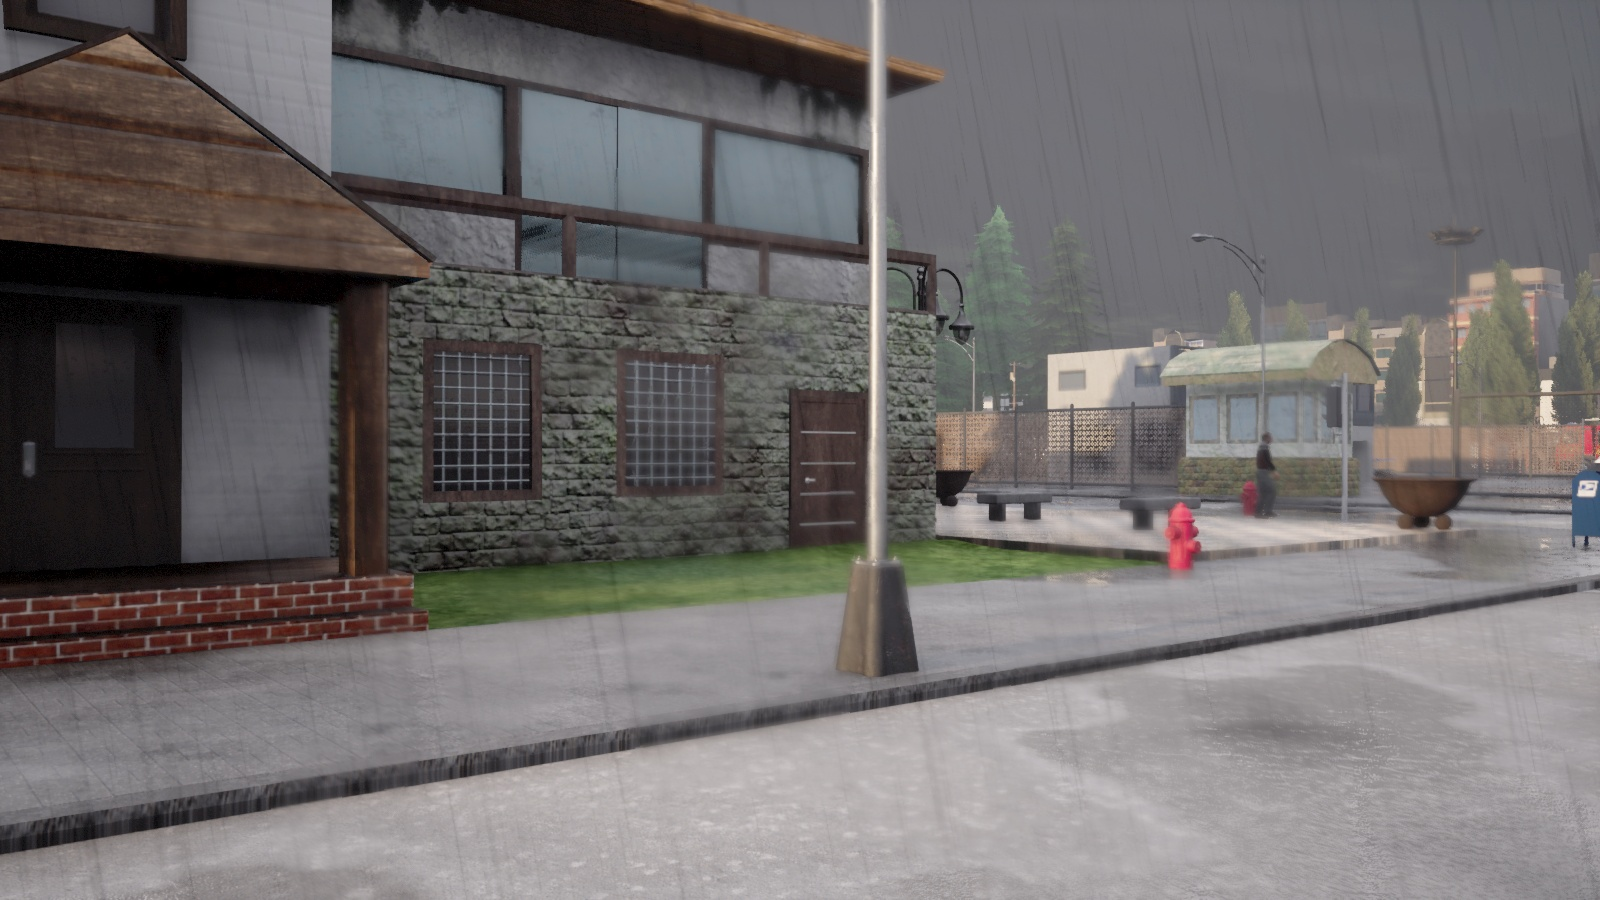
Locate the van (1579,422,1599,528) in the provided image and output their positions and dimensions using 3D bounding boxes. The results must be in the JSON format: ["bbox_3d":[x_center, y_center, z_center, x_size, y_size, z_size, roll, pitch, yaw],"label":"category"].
[{"bbox_3d":[17.181,0.488,23.018,2.069,2.038,4.480,1,-1,-29],"label":"van"}]

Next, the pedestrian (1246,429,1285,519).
[{"bbox_3d":[9.689,0.492,26.149,0.720,1.854,0.376,0,0,14],"label":"pedestrian"}]

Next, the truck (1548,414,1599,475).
[{"bbox_3d":[52.102,-0.338,78.686,2.891,3.827,8.468,0,0,-39],"label":"truck"}]
